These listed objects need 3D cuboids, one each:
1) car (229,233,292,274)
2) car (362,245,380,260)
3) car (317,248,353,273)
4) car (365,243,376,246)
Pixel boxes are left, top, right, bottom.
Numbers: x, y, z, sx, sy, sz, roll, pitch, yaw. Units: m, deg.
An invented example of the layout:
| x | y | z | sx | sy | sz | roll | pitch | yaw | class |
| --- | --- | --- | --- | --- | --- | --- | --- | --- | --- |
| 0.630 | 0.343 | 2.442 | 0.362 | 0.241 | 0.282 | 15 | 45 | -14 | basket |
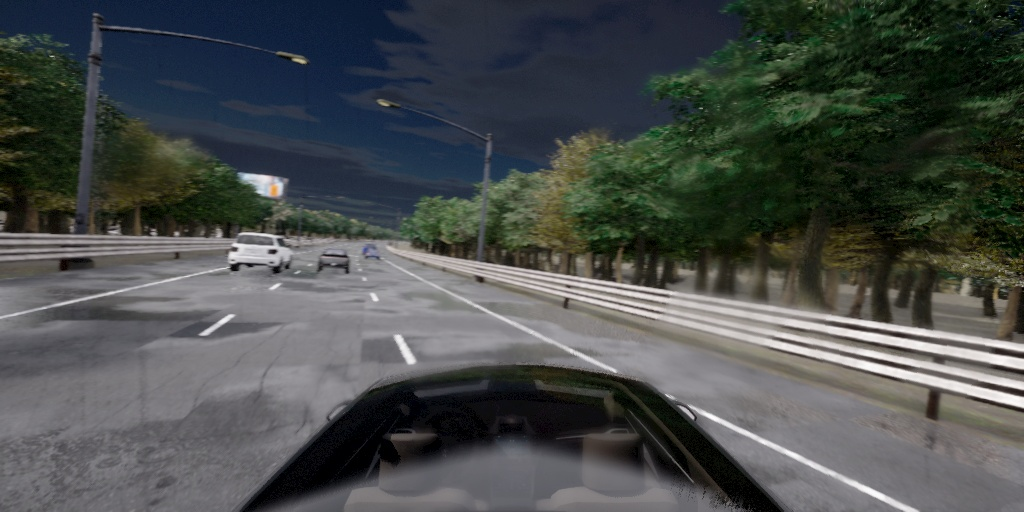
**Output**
| x | y | z | sx | sy | sz | roll | pitch | yaw | class |
| --- | --- | --- | --- | --- | --- | --- | --- | --- | --- |
| -13.864 | -0.202 | 20.079 | 2.150 | 2.045 | 5.566 | 5 | 0 | -25 | car |
| -18.619 | -0.273 | 47.823 | 2.033 | 1.411 | 5.357 | 5 | 0 | -24 | car |
| -11.903 | 0.235 | 24.175 | 2.128 | 1.511 | 4.902 | 5 | 0 | -25 | car |
| -23.923 | -1.047 | 60.296 | 2.150 | 2.045 | 5.566 | 5 | 0 | -24 | car |
